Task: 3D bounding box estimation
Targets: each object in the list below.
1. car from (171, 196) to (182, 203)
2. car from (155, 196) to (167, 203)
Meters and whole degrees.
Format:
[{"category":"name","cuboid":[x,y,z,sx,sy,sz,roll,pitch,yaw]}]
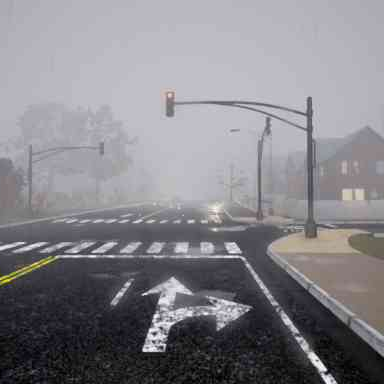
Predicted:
[{"category":"car","cuboid":[-3.139,1.535,67.814,1.812,1.442,4.674,0,0,5]},{"category":"car","cuboid":[-6.374,1.497,68.130,1.882,1.535,5.008,0,0,5]}]
